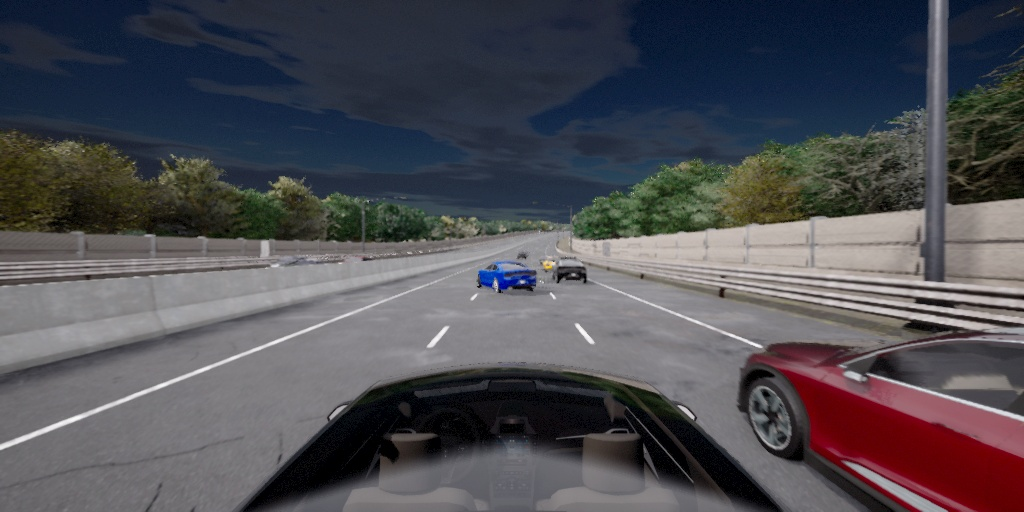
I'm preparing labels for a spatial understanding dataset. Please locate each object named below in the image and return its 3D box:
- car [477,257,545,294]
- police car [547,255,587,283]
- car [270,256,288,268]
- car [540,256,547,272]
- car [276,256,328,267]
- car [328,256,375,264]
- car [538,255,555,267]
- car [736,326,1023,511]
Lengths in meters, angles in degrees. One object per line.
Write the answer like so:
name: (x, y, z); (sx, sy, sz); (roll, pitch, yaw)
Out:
car: (-0.380, 0.994, 18.719); (1.882, 1.535, 5.008); (-2, 1, -21)
police car: (3.721, 0.869, 23.955); (1.930, 1.638, 5.238); (0, 1, 1)
car: (-20.617, 0.720, 33.886); (2.128, 1.511, 4.902); (0, 1, 2)
car: (3.988, 0.708, 34.922); (1.801, 1.575, 5.366); (0, 1, 2)
car: (-17.222, 0.900, 30.371); (1.895, 1.301, 4.718); (0, 1, 2)
car: (-13.682, 0.761, 31.546); (1.882, 1.535, 5.008); (0, 1, 2)
car: (4.347, 0.631, 45.648); (1.895, 1.301, 4.718); (0, 1, 2)
car: (3.496, 1.180, 2.058); (2.033, 1.649, 4.856); (0, 1, 0)
